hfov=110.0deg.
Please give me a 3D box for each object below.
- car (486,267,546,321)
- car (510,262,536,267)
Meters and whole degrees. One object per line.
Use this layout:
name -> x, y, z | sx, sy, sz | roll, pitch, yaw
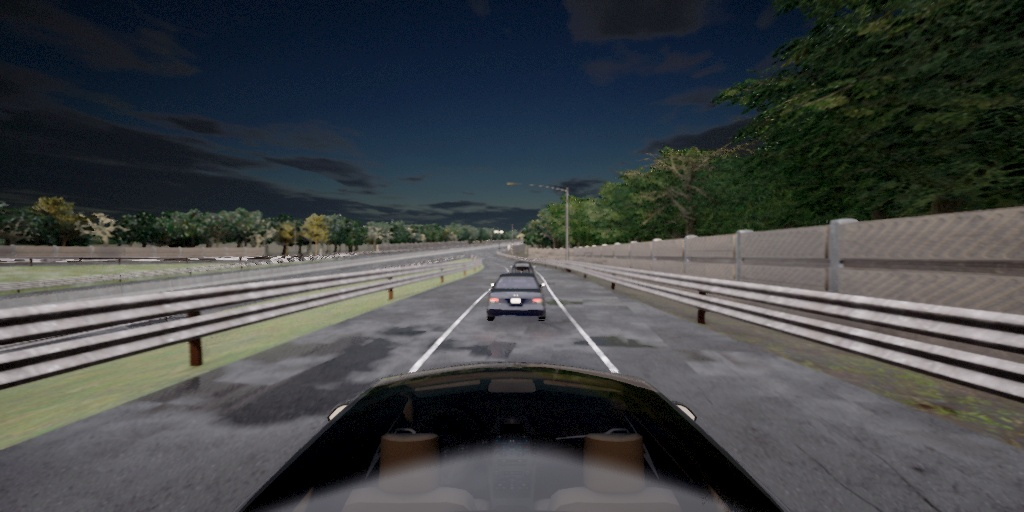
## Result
car -> 0.189, 1.280, 12.402 | 2.033, 1.411, 5.357 | 0, 0, 2
car -> 0.877, 1.211, 29.547 | 1.837, 1.490, 4.892 | 0, 1, 3
